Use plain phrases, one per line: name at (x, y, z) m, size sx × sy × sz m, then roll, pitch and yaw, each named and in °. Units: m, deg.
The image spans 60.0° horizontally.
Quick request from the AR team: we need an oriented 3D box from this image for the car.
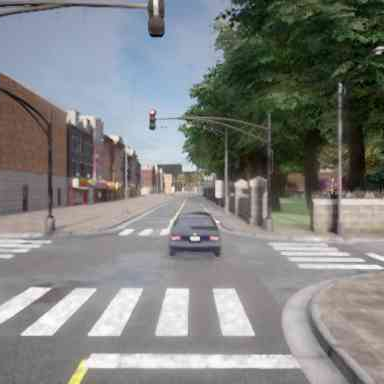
car at (0.104, 1.484, 12.906) m, size 2.033 × 1.411 × 5.357 m, roll 0°, pitch 1°, yaw 0°
